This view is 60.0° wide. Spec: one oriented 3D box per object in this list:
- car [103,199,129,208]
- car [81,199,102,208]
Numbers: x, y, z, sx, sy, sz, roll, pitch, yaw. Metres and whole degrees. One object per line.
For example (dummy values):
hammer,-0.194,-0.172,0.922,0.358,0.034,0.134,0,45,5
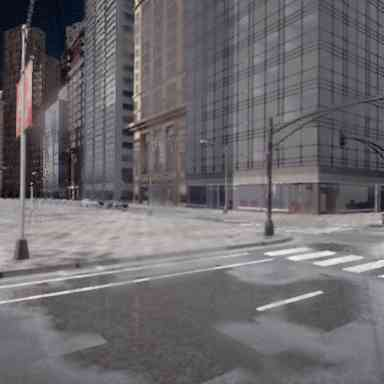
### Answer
car,-11.864,1.860,53.123,2.033,1.411,5.357,1,-1,-35
car,-16.984,1.821,55.126,1.812,1.442,4.674,1,-1,-35
